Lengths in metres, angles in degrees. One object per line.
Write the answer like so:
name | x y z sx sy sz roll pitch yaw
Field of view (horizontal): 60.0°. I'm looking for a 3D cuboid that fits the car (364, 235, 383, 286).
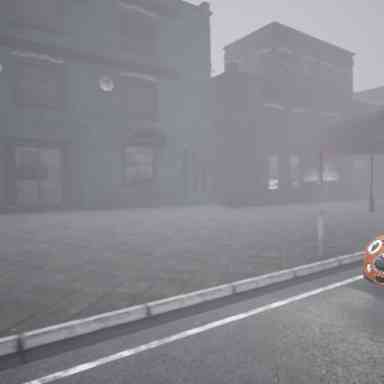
car | 5.935 1.158 7.633 4.553 1.767 2.097 -1 2 -36
